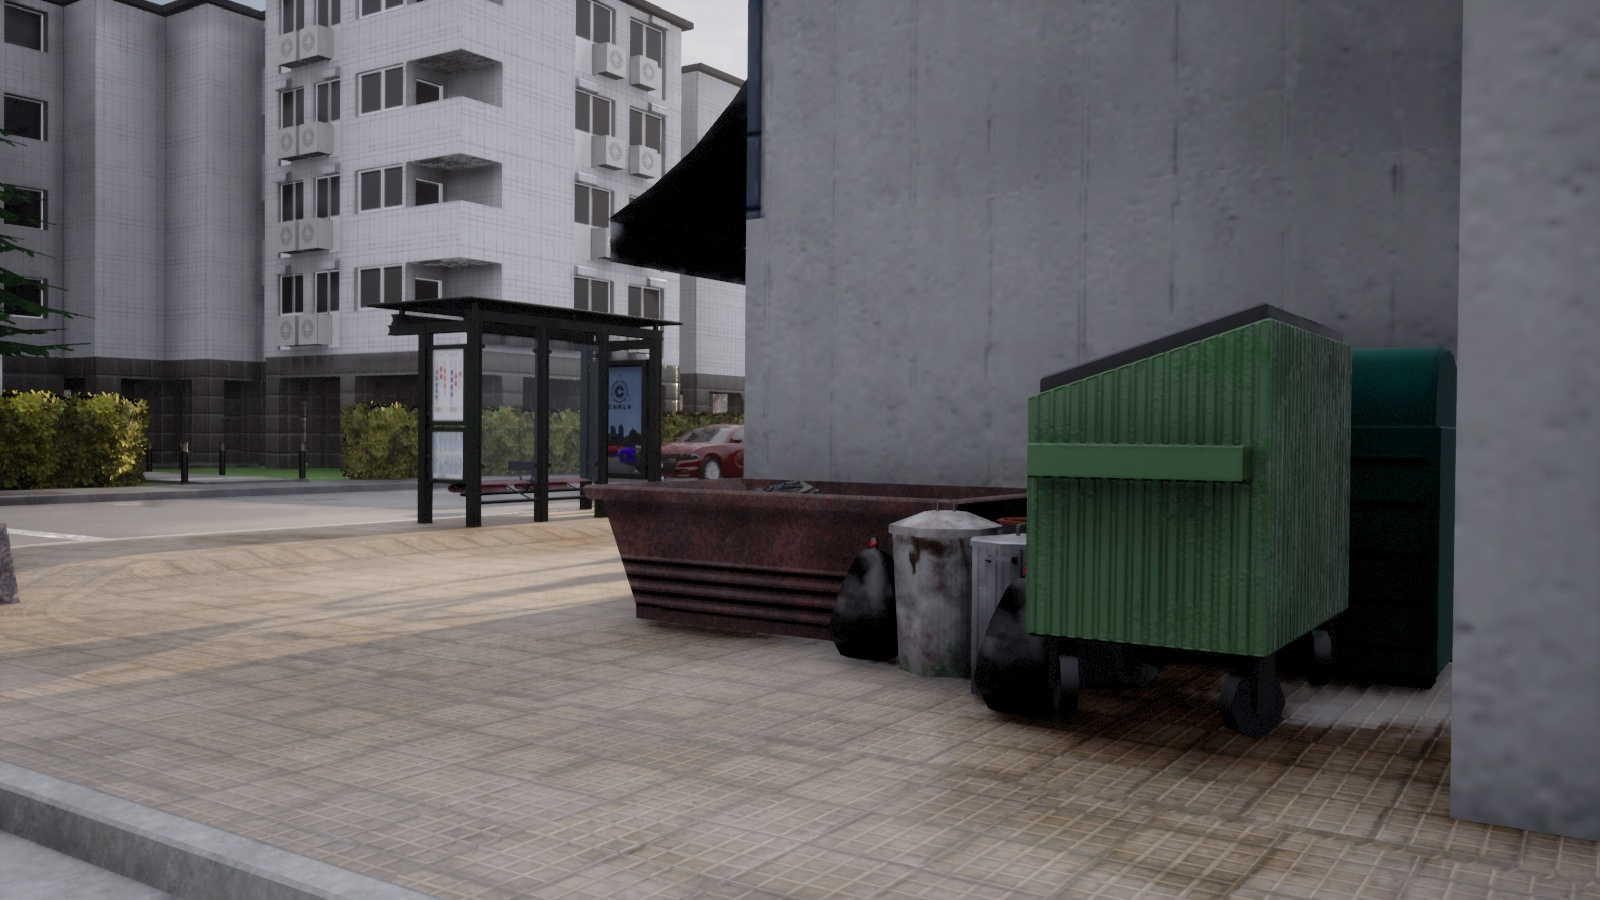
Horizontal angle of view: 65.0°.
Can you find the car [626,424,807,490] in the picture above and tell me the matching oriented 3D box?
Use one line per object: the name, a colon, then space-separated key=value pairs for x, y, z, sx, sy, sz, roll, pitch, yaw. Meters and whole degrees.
car: x=-1.983 y=0.118 z=31.654 sx=1.882 sy=1.535 sz=5.008 roll=0 pitch=1 yaw=34
